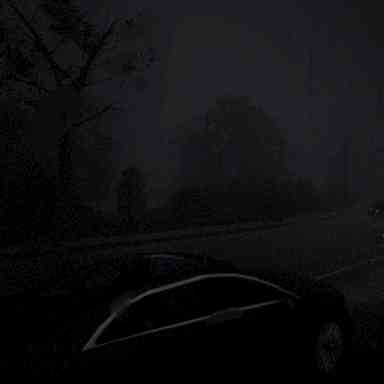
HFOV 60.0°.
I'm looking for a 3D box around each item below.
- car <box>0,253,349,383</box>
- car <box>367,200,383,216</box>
[{"bbox_3d":[-0.055,1.500,3.904,4.902,1.511,2.128,0,0,-36],"label":"car"},{"bbox_3d":[18.614,1.526,32.729,1.837,1.490,4.892,0,0,37],"label":"car"}]
